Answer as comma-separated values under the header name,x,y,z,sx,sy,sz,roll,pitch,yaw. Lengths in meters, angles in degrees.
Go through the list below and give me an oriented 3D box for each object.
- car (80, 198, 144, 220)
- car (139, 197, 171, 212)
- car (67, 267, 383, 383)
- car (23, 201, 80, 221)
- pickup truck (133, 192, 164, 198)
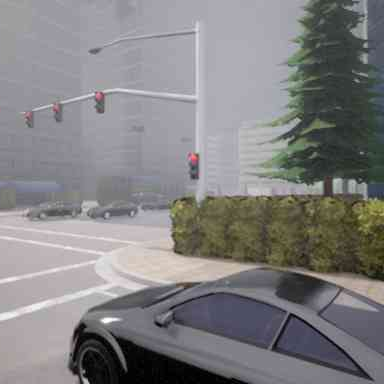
name,x,y,z,sx,sy,sz,roll,pitch,yaw
car,-6.755,1.508,28.657,1.837,1.490,4.892,0,0,35
car,-3.850,1.605,38.881,1.895,1.301,4.718,0,0,35
car,0.568,1.564,3.573,4.181,1.385,1.994,0,0,36
car,-11.562,1.496,27.899,2.128,1.511,4.902,0,0,35
pickup truck,-7.652,1.065,56.126,6.274,2.098,2.390,0,0,-24
